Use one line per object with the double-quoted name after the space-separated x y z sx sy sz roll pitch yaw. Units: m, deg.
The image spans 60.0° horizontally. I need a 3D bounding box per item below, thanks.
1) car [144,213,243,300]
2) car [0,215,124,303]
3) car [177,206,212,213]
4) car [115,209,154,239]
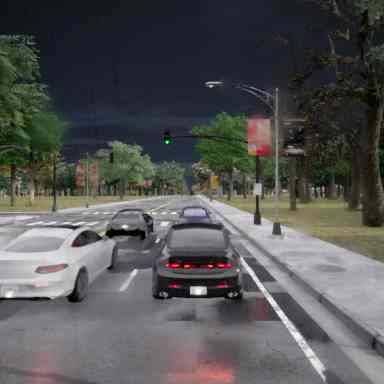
0.119 1.506 8.372 1.837 1.490 4.892 0 0 0 "car"
-3.133 1.527 8.065 1.812 1.442 4.674 0 0 0 "car"
0.140 1.529 18.767 1.812 1.442 4.674 0 0 0 "car"
-3.140 1.567 17.415 1.994 1.385 4.181 0 0 -1 "car"
